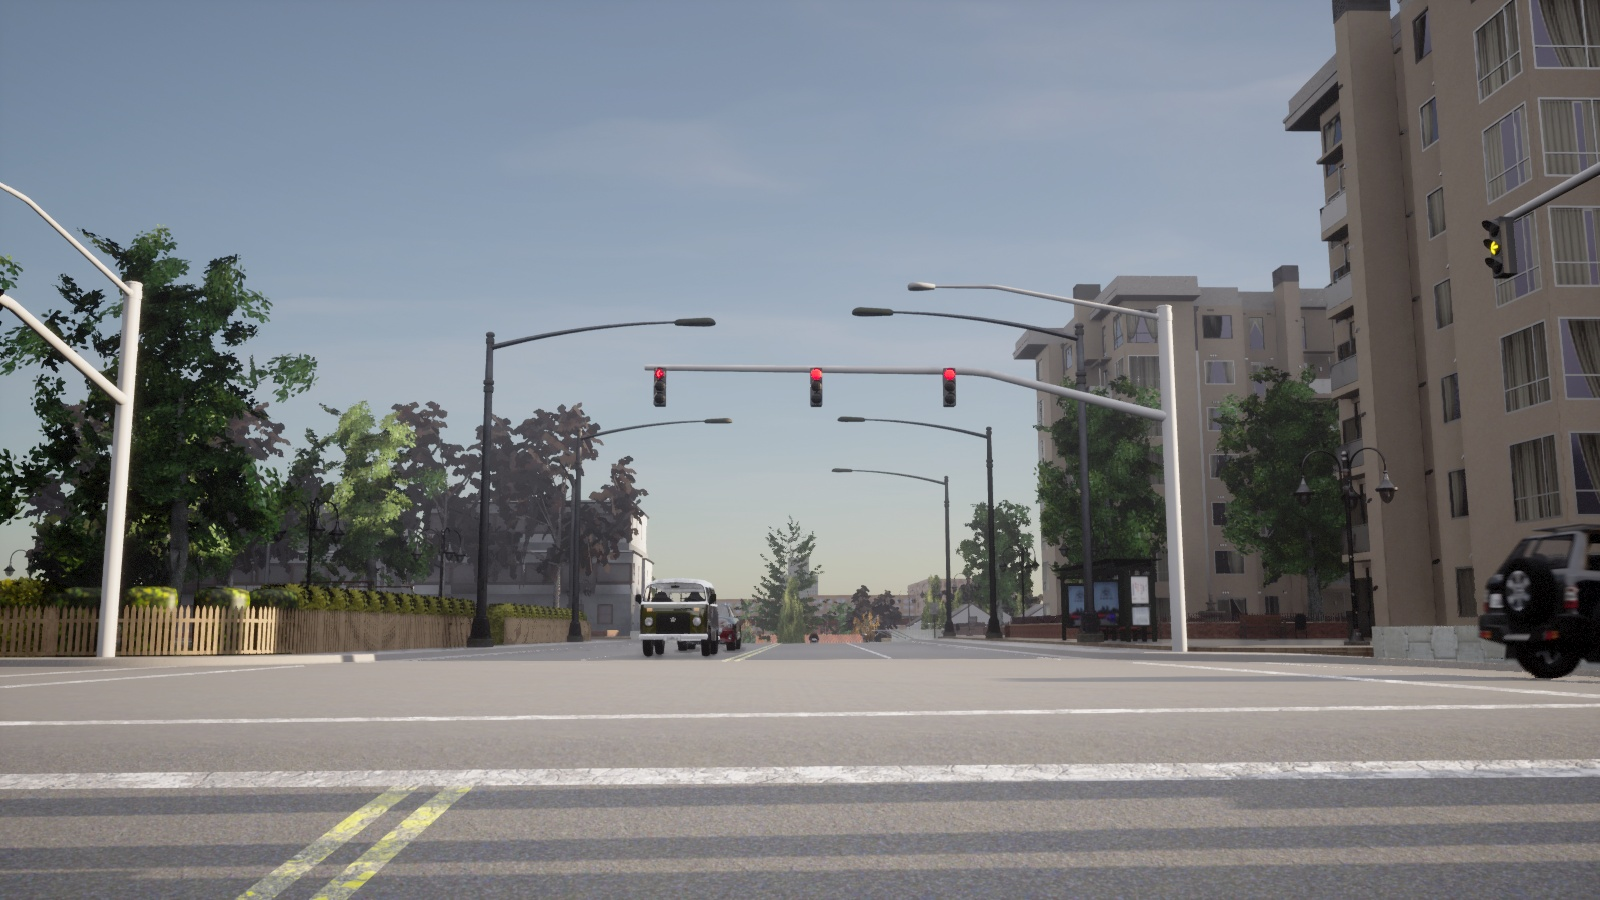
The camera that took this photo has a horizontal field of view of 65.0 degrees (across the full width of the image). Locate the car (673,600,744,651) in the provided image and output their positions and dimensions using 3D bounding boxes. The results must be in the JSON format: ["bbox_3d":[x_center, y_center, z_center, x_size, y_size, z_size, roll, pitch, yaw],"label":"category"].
[{"bbox_3d":[-3.067,6.025,43.031,2.033,1.649,4.856,0,-8,0],"label":"car"}]

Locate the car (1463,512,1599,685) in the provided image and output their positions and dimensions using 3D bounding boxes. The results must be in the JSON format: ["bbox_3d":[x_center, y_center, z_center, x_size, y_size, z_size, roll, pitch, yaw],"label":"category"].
[{"bbox_3d":[10.537,1.824,14.570,4.605,1.855,1.932,2,-8,0],"label":"car"}]

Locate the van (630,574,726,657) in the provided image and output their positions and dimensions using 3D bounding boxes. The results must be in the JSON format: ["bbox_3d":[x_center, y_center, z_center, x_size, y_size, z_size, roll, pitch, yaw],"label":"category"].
[{"bbox_3d":[-3.163,4.443,33.519,2.069,2.038,4.480,0,-8,1],"label":"van"}]
